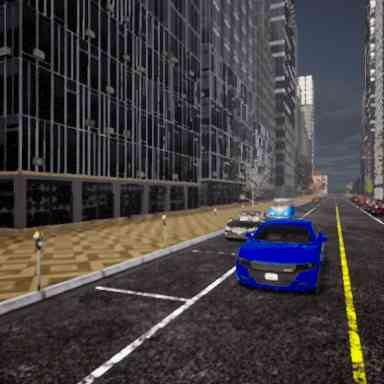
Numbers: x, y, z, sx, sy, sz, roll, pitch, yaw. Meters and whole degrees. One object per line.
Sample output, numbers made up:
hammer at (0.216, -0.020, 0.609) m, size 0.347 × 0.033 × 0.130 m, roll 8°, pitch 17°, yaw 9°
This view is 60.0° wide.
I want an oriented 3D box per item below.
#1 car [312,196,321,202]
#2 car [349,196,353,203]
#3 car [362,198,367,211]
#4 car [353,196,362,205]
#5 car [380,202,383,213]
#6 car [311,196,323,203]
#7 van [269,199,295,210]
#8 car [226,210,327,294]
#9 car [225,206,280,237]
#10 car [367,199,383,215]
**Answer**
car at (29.914, 1.753, 79.571) m, size 1.802 × 1.307 × 4.206 m, roll 0°, pitch 0°, yaw 23°
car at (37.612, 1.735, 76.257) m, size 1.947 × 1.339 × 4.313 m, roll 0°, pitch 0°, yaw 23°
car at (21.890, 1.558, 39.643) m, size 1.967 × 1.590 × 4.097 m, roll 0°, pitch 0°, yaw 23°
car at (30.874, 1.698, 60.566) m, size 1.887 × 1.381 × 4.507 m, roll 0°, pitch 0°, yaw 23°
car at (15.152, 1.635, 23.951) m, size 2.008 × 1.369 × 4.403 m, roll 0°, pitch 0°, yaw 23°
car at (27.668, 1.711, 74.339) m, size 1.887 × 1.381 × 4.507 m, roll 0°, pitch 0°, yaw 23°
van at (7.454, 1.427, 27.261) m, size 1.690 × 1.788 × 3.998 m, roll 0°, pitch 0°, yaw 23°
car at (2.659, 1.511, 9.274) m, size 1.882 × 1.535 × 5.008 m, roll 0°, pitch 0°, yaw 23°
car at (2.961, 1.607, 16.799) m, size 2.008 × 1.369 × 4.403 m, roll 0°, pitch 0°, yaw 23°
car at (19.645, 1.547, 34.413) m, size 1.967 × 1.590 × 4.097 m, roll 0°, pitch 0°, yaw 23°
